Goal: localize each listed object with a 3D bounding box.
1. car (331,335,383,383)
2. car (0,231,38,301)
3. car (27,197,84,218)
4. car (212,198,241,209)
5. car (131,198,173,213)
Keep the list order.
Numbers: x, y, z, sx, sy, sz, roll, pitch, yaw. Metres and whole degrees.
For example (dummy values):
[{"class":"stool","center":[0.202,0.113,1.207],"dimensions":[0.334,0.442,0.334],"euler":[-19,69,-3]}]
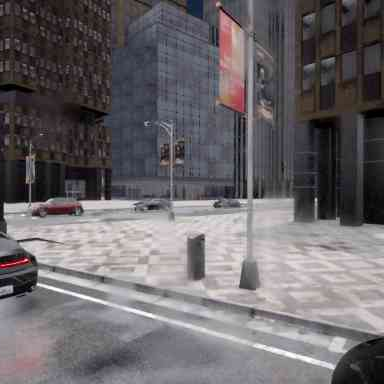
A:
[{"class":"car","center":[3.223,1.478,1.356],"dimensions":[5.008,1.535,1.882],"euler":[0,0,36]},{"class":"car","center":[-5.331,1.504,7.253],"dimensions":[4.892,1.490,1.837],"euler":[0,0,34]},{"class":"car","center":[-12.123,1.294,29.662],"dimensions":[4.553,1.767,2.097],"euler":[0,0,-41]},{"class":"car","center":[4.676,1.522,44.392],"dimensions":[4.181,1.385,1.994],"euler":[0,0,-41]},{"class":"car","center":[-4.313,1.439,36.521],"dimensions":[4.902,1.511,2.128],"euler":[0,0,-41]}]
